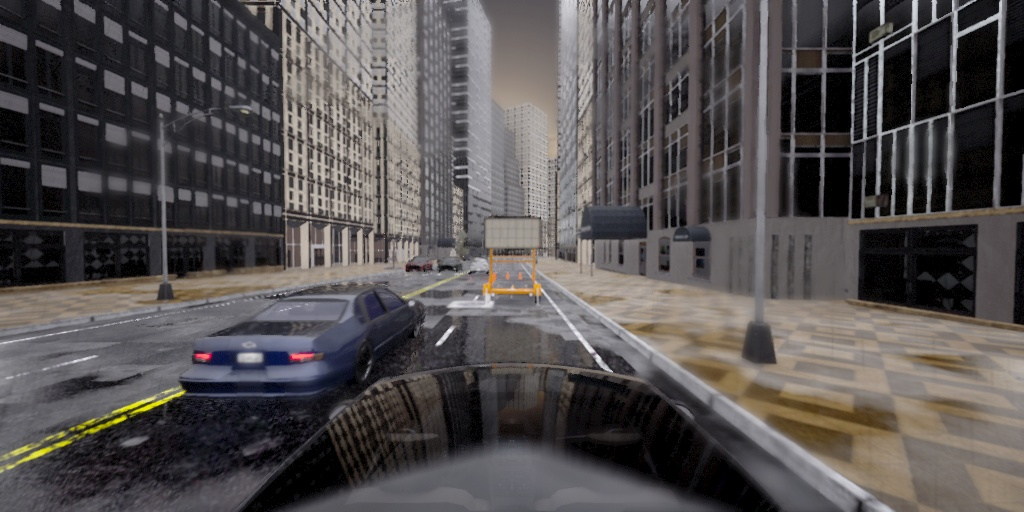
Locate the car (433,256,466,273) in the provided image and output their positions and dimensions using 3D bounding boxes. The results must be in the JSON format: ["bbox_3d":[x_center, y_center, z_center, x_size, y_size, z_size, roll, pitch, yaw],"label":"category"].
[{"bbox_3d":[-6.542,0.829,38.093,2.097,1.767,4.553,0,0,0],"label":"car"}]

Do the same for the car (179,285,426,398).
[{"bbox_3d":[-3.140,1.259,6.819,2.033,1.411,5.357,0,0,0],"label":"car"}]

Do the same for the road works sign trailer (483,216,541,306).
[{"bbox_3d":[0.026,0.112,15.222,2.380,3.560,2.880,0,0,1],"label":"road works sign trailer"}]

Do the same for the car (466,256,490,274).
[{"bbox_3d":[-3.102,1.021,35.591,1.812,1.442,4.674,0,0,0],"label":"car"}]

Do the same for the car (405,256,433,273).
[{"bbox_3d":[-9.791,0.830,38.058,2.097,1.767,4.553,0,0,0],"label":"car"}]
